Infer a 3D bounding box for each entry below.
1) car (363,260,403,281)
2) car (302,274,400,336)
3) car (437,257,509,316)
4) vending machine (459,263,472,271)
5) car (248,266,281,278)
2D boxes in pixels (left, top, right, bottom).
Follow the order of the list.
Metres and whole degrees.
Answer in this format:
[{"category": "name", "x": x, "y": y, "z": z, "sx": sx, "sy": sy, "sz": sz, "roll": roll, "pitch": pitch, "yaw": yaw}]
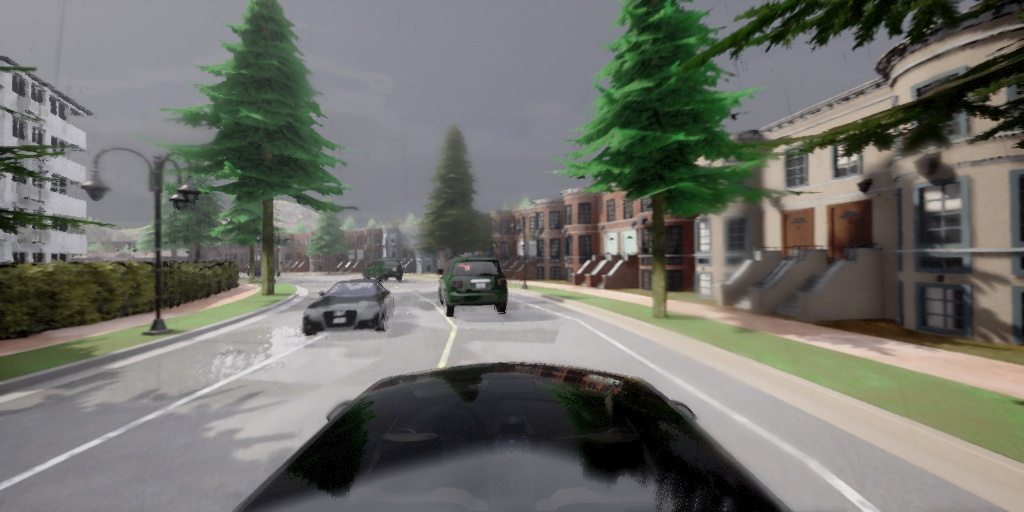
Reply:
[{"category": "car", "x": -12.390, "y": 1.368, "z": 34.437, "sx": 2.150, "sy": 2.045, "sz": 5.566, "roll": 0, "pitch": -1, "yaw": -40}, {"category": "car", "x": -4.736, "y": 1.440, "z": 10.916, "sx": 1.994, "sy": 1.385, "sz": 4.181, "roll": 0, "pitch": 0, "yaw": -13}, {"category": "car", "x": -1.689, "y": 1.088, "z": 14.283, "sx": 2.150, "sy": 2.045, "sz": 5.566, "roll": 0, "pitch": -1, "yaw": -15}, {"category": "vending machine", "x": -4.257, "y": 1.234, "z": 32.780, "sx": 1.100, "sy": 2.100, "sz": 0.880, "roll": 0, "pitch": 0, "yaw": -34}, {"category": "car", "x": -30.042, "y": 1.949, "z": 43.444, "sx": 4.674, "sy": 1.442, "sz": 1.812, "roll": -1, "pitch": -1, "yaw": 27}]
